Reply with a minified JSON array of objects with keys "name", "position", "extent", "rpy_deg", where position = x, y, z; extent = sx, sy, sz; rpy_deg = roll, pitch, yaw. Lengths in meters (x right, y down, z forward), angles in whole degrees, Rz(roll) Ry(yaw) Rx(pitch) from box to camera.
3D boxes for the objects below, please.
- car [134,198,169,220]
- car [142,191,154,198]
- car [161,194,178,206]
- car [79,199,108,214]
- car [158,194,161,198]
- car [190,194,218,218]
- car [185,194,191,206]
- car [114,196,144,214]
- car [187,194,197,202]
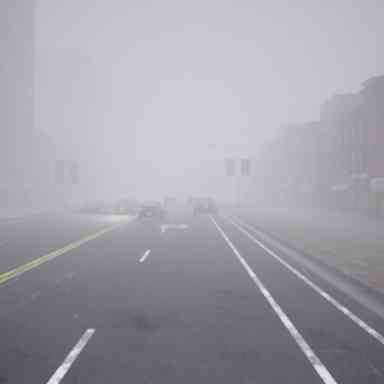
[{"name":"car","position":[-3.147,1.434,26.652],"extent":[1.812,1.442,4.674],"rpy_deg":[0,0,0]},{"name":"car","position":[-9.743,0.819,74.462],"extent":[2.150,2.045,5.566],"rpy_deg":[0,0,0]},{"name":"car","position":[-3.145,1.302,49.774],"extent":[1.837,1.490,4.892],"rpy_deg":[0,-1,0]},{"name":"car","position":[-9.841,1.406,33.413],"extent":[1.812,1.442,4.674],"rpy_deg":[0,0,0]},{"name":"car","position":[-6.493,1.119,74.490],"extent":[2.128,1.511,4.902],"rpy_deg":[0,0,0]},{"name":"car","position":[1.140,1.248,29.459],"extent":[2.097,1.767,4.553],"rpy_deg":[0,0,0]},{"name":"car","position":[0.021,1.305,50.090],"extent":[1.837,1.490,4.892],"rpy_deg":[0,1,0]},{"name":"car","position":[-6.590,1.370,33.809],"extent":[2.128,1.511,4.902],"rpy_deg":[0,0,0]},{"name":"car","position":[0.007,1.252,66.283],"extent":[1.837,1.490,4.892],"rpy_deg":[0,0,0]}]
